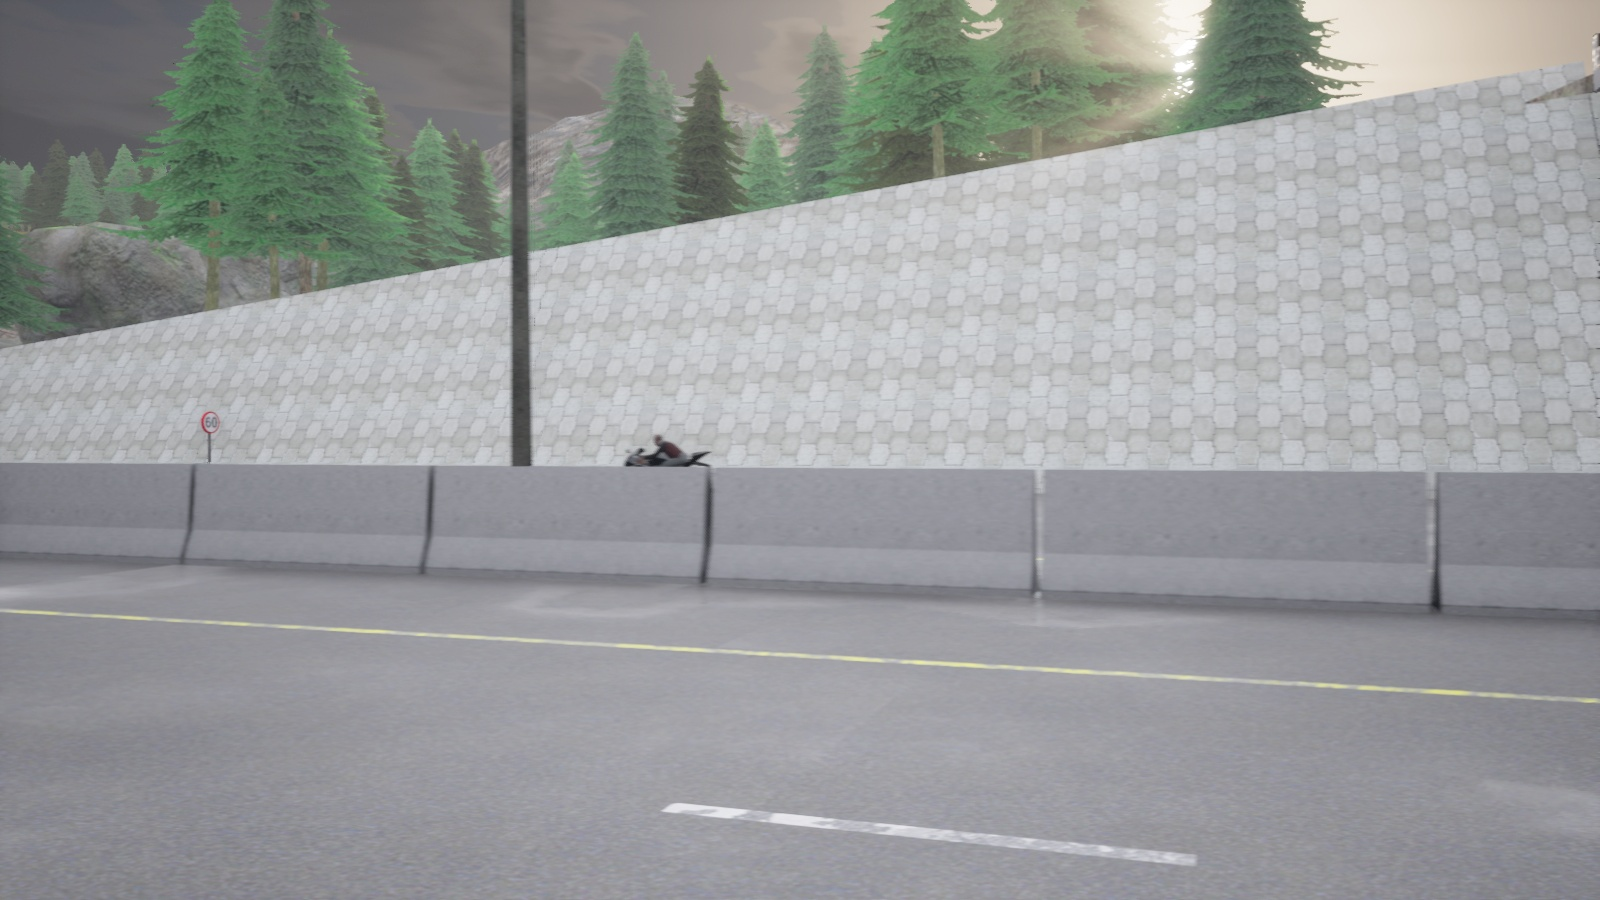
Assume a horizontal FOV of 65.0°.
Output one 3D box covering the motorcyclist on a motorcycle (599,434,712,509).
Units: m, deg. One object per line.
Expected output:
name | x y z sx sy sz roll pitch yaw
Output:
motorcyclist on a motorcycle | -3.036 0.428 26.370 2.191 1.530 0.866 1 1 19
